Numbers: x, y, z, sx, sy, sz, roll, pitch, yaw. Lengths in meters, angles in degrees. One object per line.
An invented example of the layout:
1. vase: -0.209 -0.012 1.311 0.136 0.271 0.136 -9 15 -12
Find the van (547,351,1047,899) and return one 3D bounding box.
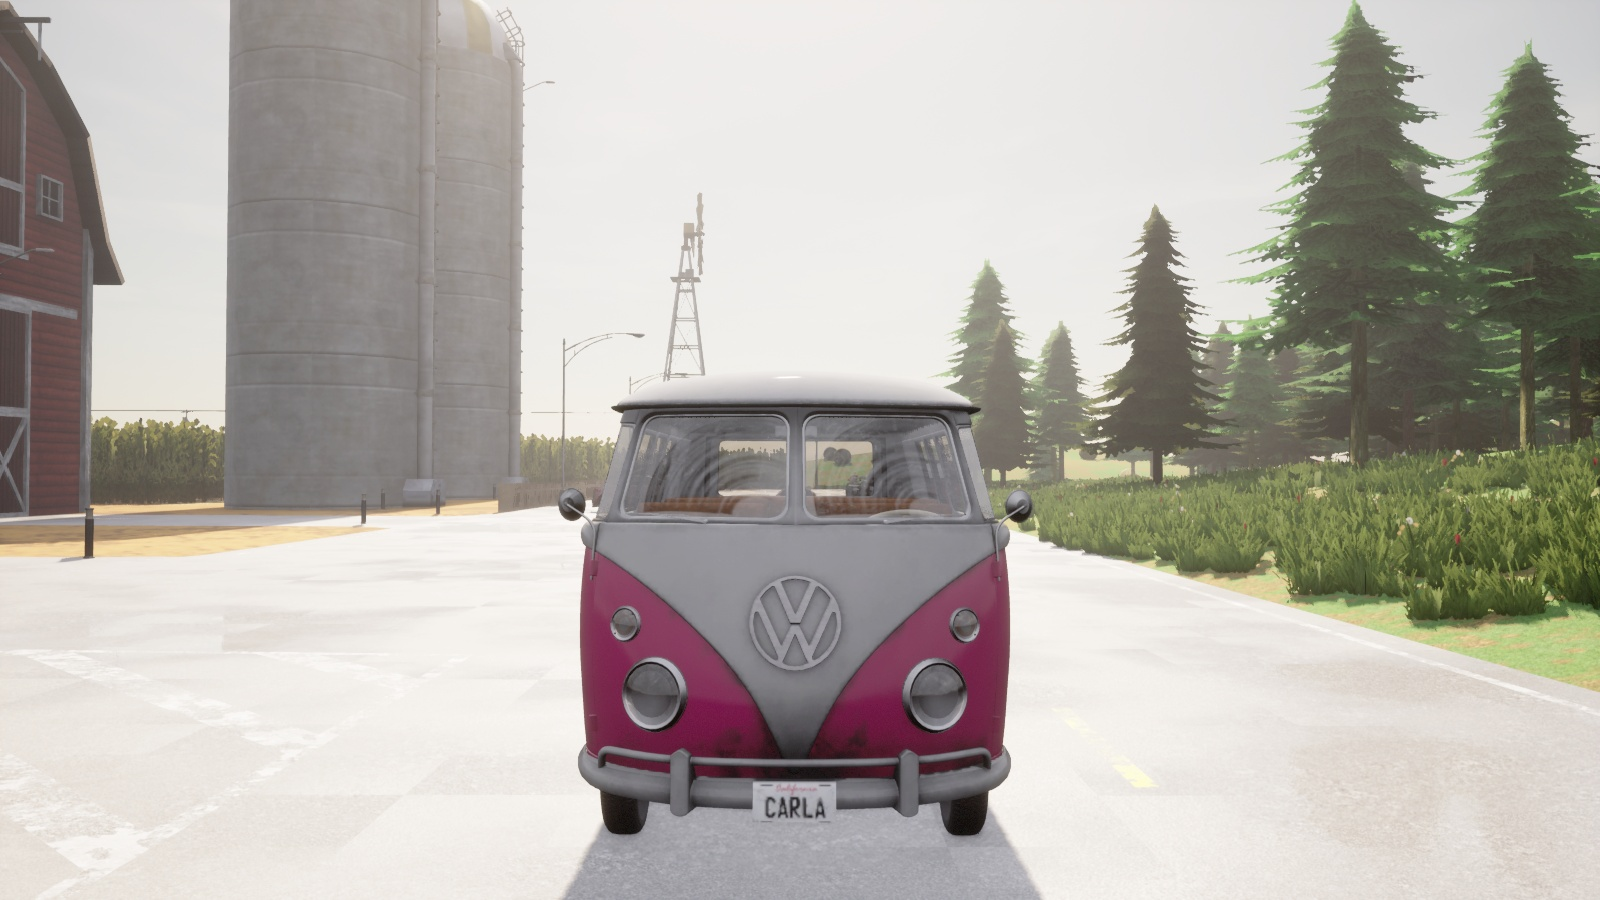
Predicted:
1. van: -0.019 0.680 6.700 1.775 1.987 4.442 0 -1 0
